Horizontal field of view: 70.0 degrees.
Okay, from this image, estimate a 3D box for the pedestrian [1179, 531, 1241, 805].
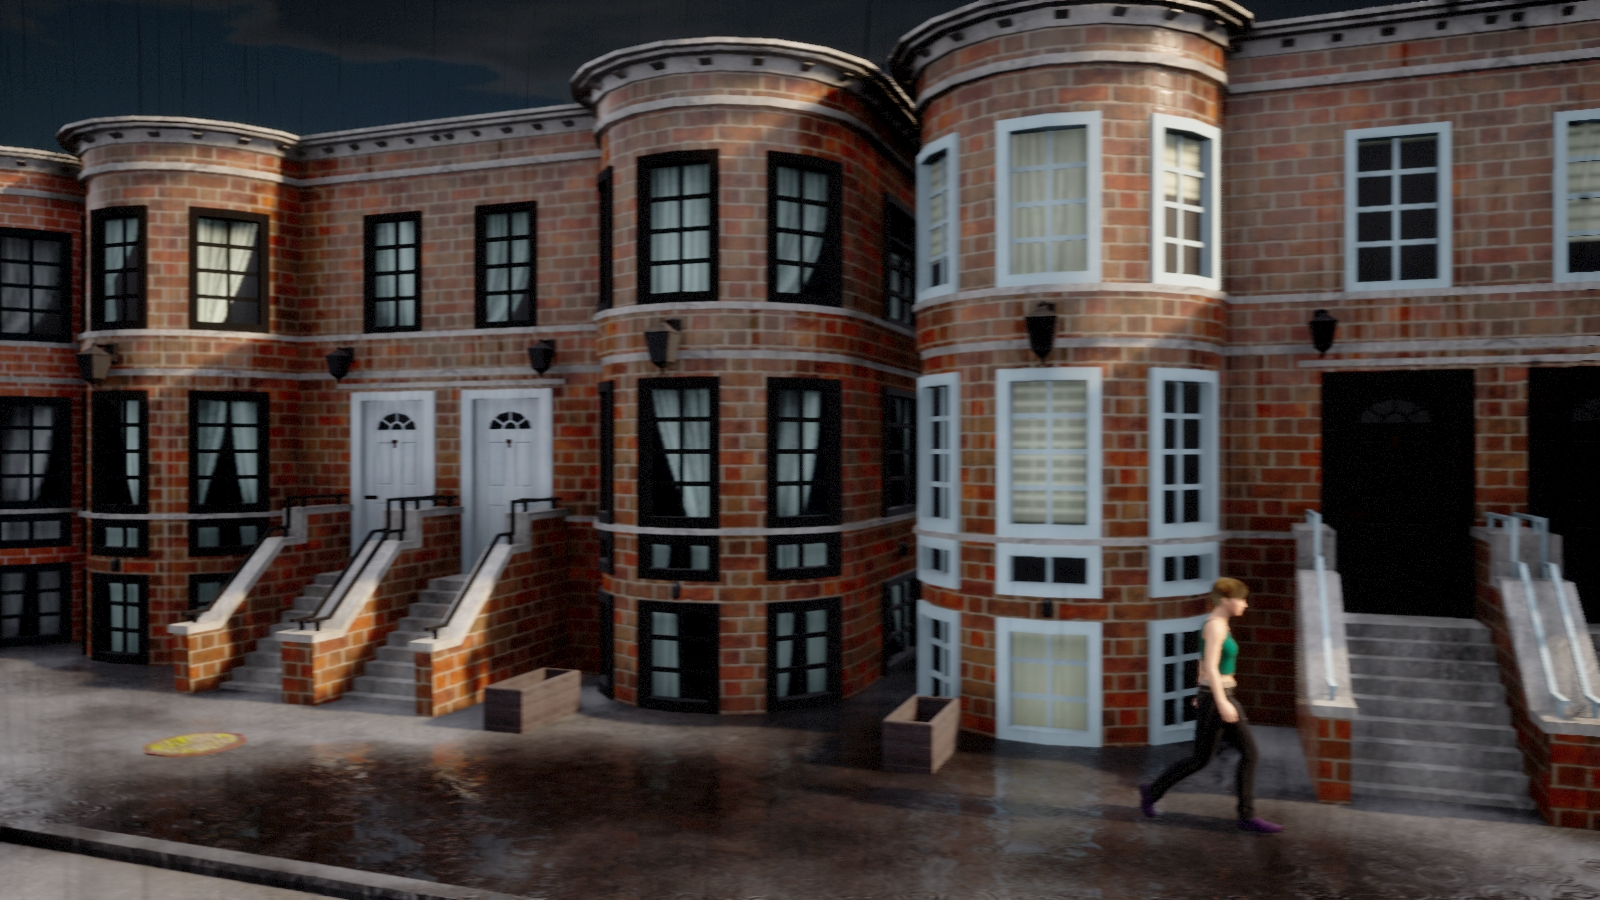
[{"bbox_3d":[2.929,1.524,8.155,0.375,1.860,0.375,0,0,26],"label":"pedestrian"}]
